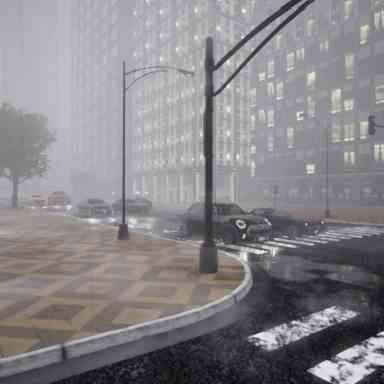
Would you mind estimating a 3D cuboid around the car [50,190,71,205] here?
[{"bbox_3d":[-19.587,0.800,48.835,2.150,2.045,5.566,0,0,-37],"label":"car"}]

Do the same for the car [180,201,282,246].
[{"bbox_3d":[1.432,1.251,15.014,2.097,1.767,4.553,0,0,-37],"label":"car"}]

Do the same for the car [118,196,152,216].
[{"bbox_3d":[-5.643,1.261,29.956,1.882,1.535,5.008,0,0,-37],"label":"car"}]

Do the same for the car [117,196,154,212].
[{"bbox_3d":[-6.265,1.228,36.557,1.882,1.535,5.008,0,0,-37],"label":"car"}]

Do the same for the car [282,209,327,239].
[{"bbox_3d":[4.279,1.516,16.992,1.895,1.301,4.718,0,0,-40],"label":"car"}]

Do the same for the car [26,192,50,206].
[{"bbox_3d":[-21.659,1.051,46.152,1.882,1.535,5.008,0,0,-36],"label":"car"}]

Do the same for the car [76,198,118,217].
[{"bbox_3d":[-8.329,1.272,28.121,1.837,1.490,4.892,0,0,-37],"label":"car"}]
